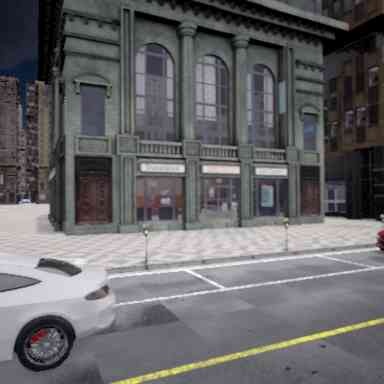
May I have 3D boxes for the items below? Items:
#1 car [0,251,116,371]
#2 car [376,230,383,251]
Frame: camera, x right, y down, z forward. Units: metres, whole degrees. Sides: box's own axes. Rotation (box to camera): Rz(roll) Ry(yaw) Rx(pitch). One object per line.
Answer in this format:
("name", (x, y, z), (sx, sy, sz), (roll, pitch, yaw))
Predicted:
("car", (-3.443, 1.621, 4.591), (4.674, 1.442, 1.812), (0, -1, -25))
("car", (9.544, 1.727, 13.608), (4.507, 1.381, 1.887), (0, -1, -25))
